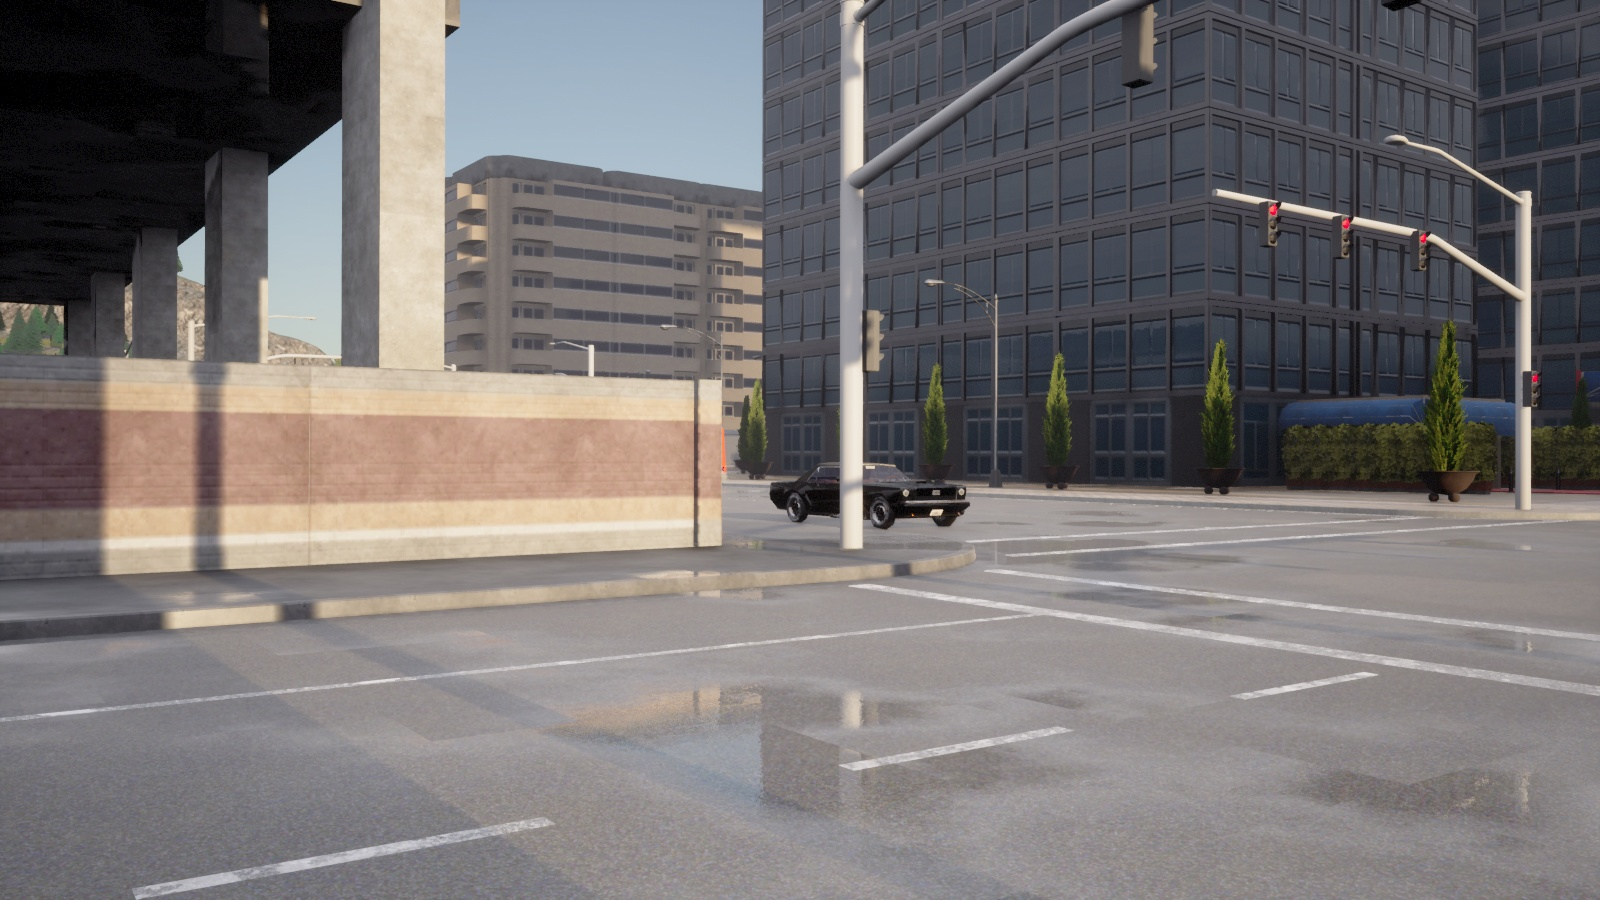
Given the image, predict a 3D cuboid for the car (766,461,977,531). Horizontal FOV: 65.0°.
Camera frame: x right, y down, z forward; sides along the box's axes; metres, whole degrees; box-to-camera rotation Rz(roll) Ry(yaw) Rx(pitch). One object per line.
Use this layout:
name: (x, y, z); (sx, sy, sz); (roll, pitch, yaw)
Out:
car: (1.379, 0.907, 26.381); (1.895, 1.301, 4.718); (0, 0, -35)

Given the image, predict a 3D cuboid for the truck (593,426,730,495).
truck: (-5.378, 0.387, 48.277); (2.627, 2.467, 5.204); (0, 0, -43)
